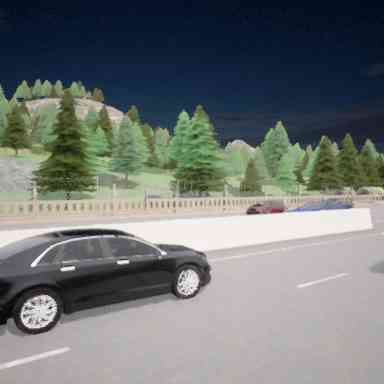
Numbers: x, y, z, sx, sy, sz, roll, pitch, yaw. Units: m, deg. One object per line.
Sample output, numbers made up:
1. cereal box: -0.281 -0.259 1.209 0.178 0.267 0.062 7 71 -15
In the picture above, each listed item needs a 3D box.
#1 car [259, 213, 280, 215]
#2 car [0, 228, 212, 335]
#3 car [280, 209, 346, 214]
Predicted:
1. car: 6.982 1.473 30.481 4.181 1.385 1.994 0 0 -36
2. car: -1.797 1.496 6.762 4.892 1.490 1.837 0 0 -35
3. car: 8.662 1.398 23.059 5.008 1.535 1.882 0 0 -35
